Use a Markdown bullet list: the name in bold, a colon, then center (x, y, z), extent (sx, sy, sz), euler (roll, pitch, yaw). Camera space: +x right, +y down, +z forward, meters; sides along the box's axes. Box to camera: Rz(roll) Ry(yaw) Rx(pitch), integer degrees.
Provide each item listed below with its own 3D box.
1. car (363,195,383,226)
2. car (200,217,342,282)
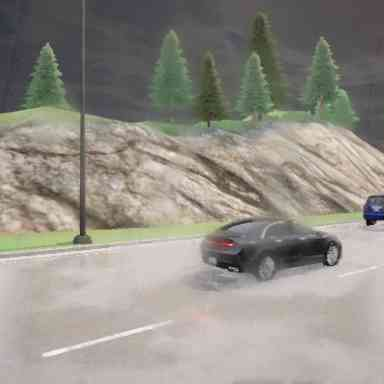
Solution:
- **car**: center (13.555, 1.216, 22.058), extent (5.566, 2.045, 2.150), euler (1, 0, -36)
- **car**: center (2.486, 1.503, 9.829), extent (4.892, 1.490, 1.837), euler (1, 0, -36)
